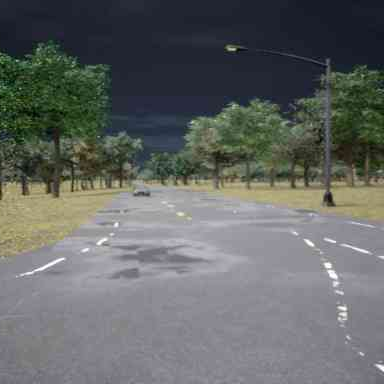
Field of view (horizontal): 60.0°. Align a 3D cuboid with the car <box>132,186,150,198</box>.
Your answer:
[{"bbox_3d":[-6.202,-0.065,40.345,1.994,1.385,4.181,-1,2,-11],"label":"car"}]
